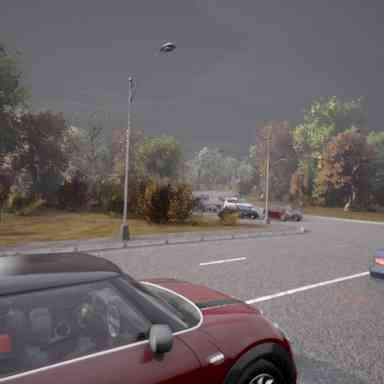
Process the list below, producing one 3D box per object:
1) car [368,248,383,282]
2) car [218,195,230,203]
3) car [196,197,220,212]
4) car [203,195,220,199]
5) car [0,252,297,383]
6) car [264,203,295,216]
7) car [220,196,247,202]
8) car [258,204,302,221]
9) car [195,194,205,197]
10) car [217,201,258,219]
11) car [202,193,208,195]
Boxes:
[{"bbox_3d":[6.612,1.662,8.479,5.357,1.411,2.033,2,-1,-36],"label":"car"},{"bbox_3d":[6.963,1.460,72.435,1.994,1.385,4.181,2,2,-4],"label":"car"},{"bbox_3d":[1.903,1.944,45.746,1.837,1.490,4.892,3,1,-17],"label":"car"},{"bbox_3d":[3.238,1.854,53.794,1.882,1.535,5.008,2,1,-14],"label":"car"},{"bbox_3d":[-1.145,1.354,2.929,4.553,1.767,2.097,0,0,-36],"label":"car"},{"bbox_3d":[12.446,2.430,47.721,1.837,1.490,4.892,2,1,-19],"label":"car"},{"bbox_3d":[6.164,1.869,44.051,2.150,2.045,5.566,3,0,-19],"label":"car"},{"bbox_3d":[9.591,2.101,35.446,2.097,1.767,4.553,3,-1,-24],"label":"car"},{"bbox_3d":[0.780,1.481,65.665,1.895,1.301,4.718,2,2,-8],"label":"car"},{"bbox_3d":[5.220,2.127,36.590,2.033,1.411,5.357,3,-1,-23],"label":"car"},{"bbox_3d":[3.014,1.043,78.414,2.128,1.511,4.902,2,2,-1],"label":"car"}]
